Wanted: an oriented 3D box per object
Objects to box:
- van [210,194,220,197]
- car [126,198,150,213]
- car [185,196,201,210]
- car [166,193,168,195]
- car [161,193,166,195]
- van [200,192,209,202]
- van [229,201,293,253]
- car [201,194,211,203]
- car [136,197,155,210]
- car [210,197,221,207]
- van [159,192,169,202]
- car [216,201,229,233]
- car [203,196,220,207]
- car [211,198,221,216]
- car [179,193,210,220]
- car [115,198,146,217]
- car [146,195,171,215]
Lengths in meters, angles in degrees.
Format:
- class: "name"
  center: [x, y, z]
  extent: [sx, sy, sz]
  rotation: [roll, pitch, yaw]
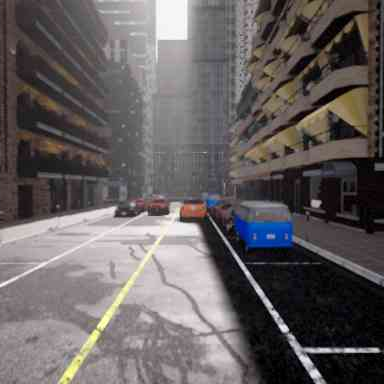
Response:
- class: "van"
  center: [2.671, 1.146, 41.160]
  extent: [1.690, 1.788, 3.998]
  rotation: [-1, 0, 0]
- class: "car"
  center: [-5.705, 1.376, 35.587]
  extent: [1.887, 1.381, 4.507]
  rotation: [-1, 0, 0]
- class: "car"
  center: [0.086, 1.312, 41.072]
  extent: [1.837, 1.490, 4.892]
  rotation: [0, 1, 0]
- class: "car"
  center: [-5.707, 1.294, 57.994]
  extent: [1.947, 1.339, 4.313]
  rotation: [-1, 0, 0]
- class: "car"
  center: [-5.708, 1.194, 52.392]
  extent: [1.967, 1.590, 4.097]
  rotation: [-1, 0, 0]
- class: "van"
  center: [2.668, 1.019, 69.169]
  extent: [1.690, 1.788, 3.998]
  rotation: [-1, 0, 0]
- class: "van"
  center: [2.675, 1.278, 13.151]
  extent: [1.690, 1.788, 3.998]
  rotation: [-1, 0, 0]
- class: "car"
  center: [2.672, 1.227, 63.739]
  extent: [1.752, 1.417, 4.829]
  rotation: [-1, 0, 0]
- class: "car"
  center: [-5.705, 1.387, 41.189]
  extent: [1.802, 1.307, 4.206]
  rotation: [-1, 0, 0]
- class: "car"
  center: [2.676, 1.423, 29.957]
  extent: [1.947, 1.339, 4.313]
  rotation: [-1, 0, 0]
- class: "van"
  center: [-5.712, 1.019, 69.197]
  extent: [1.690, 1.788, 3.998]
  rotation: [-1, 0, 0]
- class: "car"
  center: [2.678, 1.461, 18.753]
  extent: [2.008, 1.369, 4.403]
  rotation: [-1, 0, 0]
- class: "car"
  center: [2.674, 1.330, 46.763]
  extent: [2.008, 1.369, 4.403]
  rotation: [-1, 0, 0]
- class: "car"
  center: [2.677, 1.428, 24.355]
  extent: [1.887, 1.381, 4.507]
  rotation: [-1, 0, 0]
- class: "car"
  center: [0.090, 1.226, 26.614]
  extent: [2.097, 1.767, 4.553]
  rotation: [0, 0, 0]
- class: "car"
  center: [-5.704, 1.423, 29.985]
  extent: [1.947, 1.339, 4.313]
  rotation: [-1, 0, 0]
- class: "car"
  center: [-3.104, 1.326, 31.871]
  extent: [1.882, 1.535, 5.008]
  rotation: [0, 0, 0]
